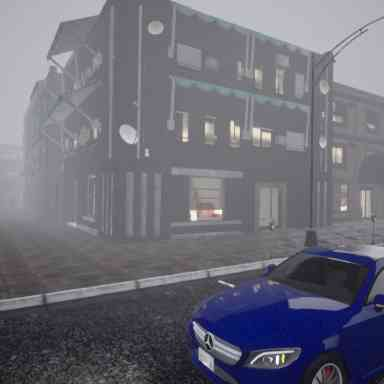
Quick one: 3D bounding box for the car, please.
[{"bbox_3d":[2.165,1.527,4.716,4.674,1.442,1.812,0,0,-30],"label":"car"}]
